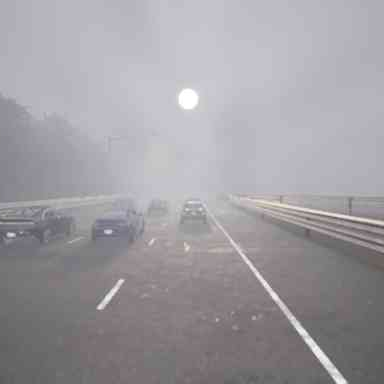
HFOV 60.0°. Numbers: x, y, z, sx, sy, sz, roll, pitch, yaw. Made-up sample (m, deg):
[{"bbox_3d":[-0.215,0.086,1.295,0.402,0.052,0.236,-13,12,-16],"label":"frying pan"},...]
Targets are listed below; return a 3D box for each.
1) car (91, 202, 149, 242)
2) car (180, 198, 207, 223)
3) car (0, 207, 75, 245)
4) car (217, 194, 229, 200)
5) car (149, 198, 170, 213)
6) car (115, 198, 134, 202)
[{"bbox_3d":[-3.408,1.441,15.831,1.812,1.442,4.674,0,0,0],"label":"car"},{"bbox_3d":[0.109,1.412,23.969,2.033,1.411,5.357,0,0,0],"label":"car"},{"bbox_3d":[-6.896,1.410,15.155,2.128,1.511,4.902,0,0,0],"label":"car"},{"bbox_3d":[6.593,1.094,71.163,1.994,1.385,4.181,0,0,-9],"label":"car"},{"bbox_3d":[-3.386,1.342,34.145,2.033,1.411,5.357,0,0,0],"label":"car"},{"bbox_3d":[-6.885,1.342,34.108,2.033,1.411,5.357,0,0,0],"label":"car"}]
